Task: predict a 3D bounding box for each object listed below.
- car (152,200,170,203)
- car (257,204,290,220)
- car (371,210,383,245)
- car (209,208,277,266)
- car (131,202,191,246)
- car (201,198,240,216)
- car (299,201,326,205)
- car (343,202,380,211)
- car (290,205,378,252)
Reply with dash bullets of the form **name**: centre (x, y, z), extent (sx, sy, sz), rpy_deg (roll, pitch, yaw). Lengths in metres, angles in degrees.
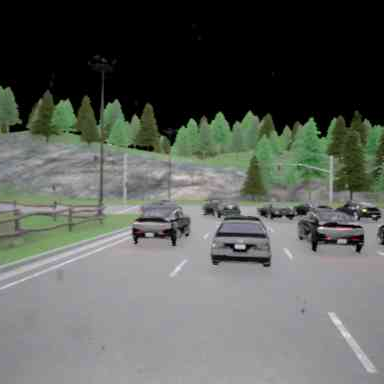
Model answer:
- **car**: centre (-2.864, 1.448, 30.367), extent (4.181, 1.385, 1.994), rpy_deg (1, 0, 43)
- **car**: centre (6.946, 1.627, 28.113), extent (1.895, 1.301, 4.718), rpy_deg (1, 0, -6)
- **car**: centre (9.114, 1.655, 13.327), extent (1.994, 1.385, 4.181), rpy_deg (1, 0, 9)
- **car**: centre (1.731, 1.542, 11.577), extent (2.033, 1.411, 5.357), rpy_deg (1, 0, 10)
- **car**: centre (-1.233, 1.435, 15.094), extent (2.128, 1.511, 4.902), rpy_deg (1, 0, 9)
- **car**: centre (2.464, 1.312, 29.571), extent (2.097, 1.767, 4.553), rpy_deg (0, 0, -19)
- **car**: centre (10.377, 1.564, 29.018), extent (2.128, 1.511, 4.902), rpy_deg (1, 0, -7)
- **car**: centre (14.103, 1.631, 28.572), extent (1.837, 1.490, 4.892), rpy_deg (2, 1, -5)
- **car**: centre (5.701, 1.533, 14.134), extent (2.128, 1.511, 4.902), rpy_deg (1, 0, 9)
